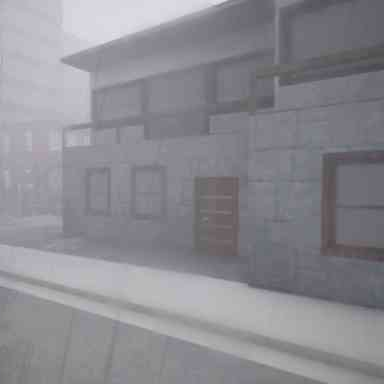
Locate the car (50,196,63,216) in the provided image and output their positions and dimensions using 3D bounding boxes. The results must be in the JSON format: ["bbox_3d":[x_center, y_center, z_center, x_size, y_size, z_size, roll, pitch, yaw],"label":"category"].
[{"bbox_3d":[-8.444,0.988,23.987,3.806,1.475,1.970,0,1,34],"label":"car"}]
